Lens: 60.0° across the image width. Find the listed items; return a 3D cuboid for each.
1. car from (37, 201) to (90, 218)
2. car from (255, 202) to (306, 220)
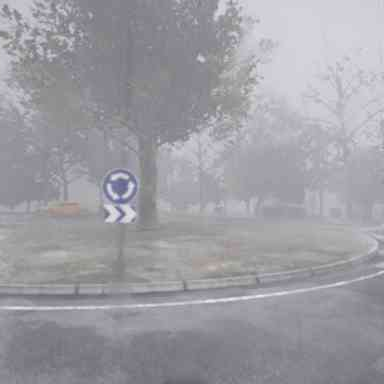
[{"bbox_3d":[-12.710,1.670,33.067,5.008,1.535,1.882,1,-1,-33],"label":"car"},{"bbox_3d":[8.269,1.734,31.426,1.882,1.535,5.008,2,-1,-41],"label":"car"}]
